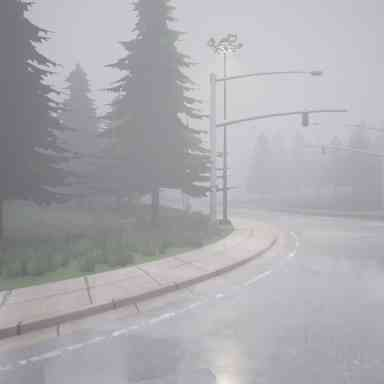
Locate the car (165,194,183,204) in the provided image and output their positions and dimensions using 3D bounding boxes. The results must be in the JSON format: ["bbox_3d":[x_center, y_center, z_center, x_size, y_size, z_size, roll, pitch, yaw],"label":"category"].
[{"bbox_3d":[-3.165,1.547,65.415,2.033,1.411,5.357,0,0,-21],"label":"car"}]

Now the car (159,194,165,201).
[{"bbox_3d":[-7.033,1.186,75.158,2.150,2.045,5.566,0,0,-21],"label":"car"}]
